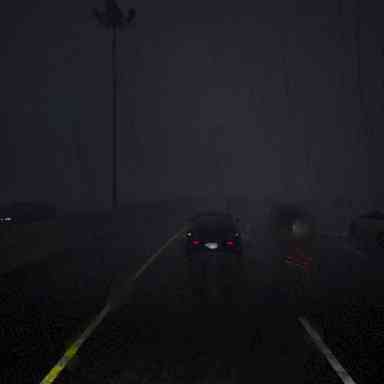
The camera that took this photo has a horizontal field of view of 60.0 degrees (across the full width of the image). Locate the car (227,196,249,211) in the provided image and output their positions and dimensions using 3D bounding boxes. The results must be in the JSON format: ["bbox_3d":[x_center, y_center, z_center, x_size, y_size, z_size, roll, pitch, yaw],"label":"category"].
[{"bbox_3d":[4.720,1.128,34.200,2.128,1.511,4.902,0,1,14],"label":"car"}]

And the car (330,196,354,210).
[{"bbox_3d":[16.011,1.126,35.721,1.882,1.535,5.008,0,1,16],"label":"car"}]

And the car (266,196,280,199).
[{"bbox_3d":[8.385,1.135,34.373,2.128,1.511,4.902,0,1,15],"label":"car"}]

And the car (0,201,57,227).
[{"bbox_3d":[-9.255,1.269,18.084,2.128,1.511,4.902,0,1,8],"label":"car"}]

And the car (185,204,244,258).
[{"bbox_3d":[0.814,1.393,12.157,1.812,1.442,4.674,0,1,5],"label":"car"}]

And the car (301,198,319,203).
[{"bbox_3d":[11.631,1.267,33.108,1.895,1.301,4.718,0,1,15],"label":"car"}]

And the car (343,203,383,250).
[{"bbox_3d":[7.964,1.398,13.391,1.812,1.442,4.674,0,1,6],"label":"car"}]

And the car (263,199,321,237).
[{"bbox_3d":[4.902,1.330,17.014,1.837,1.490,4.892,0,1,7],"label":"car"}]
